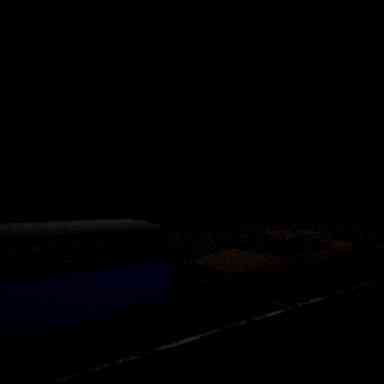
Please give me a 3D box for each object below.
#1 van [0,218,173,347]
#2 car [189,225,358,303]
[{"bbox_3d":[-2.219,1.343,5.062,3.998,1.788,1.690,0,0,-36],"label":"van"},{"bbox_3d":[2.202,1.535,8.217,4.829,1.417,1.752,0,0,-36],"label":"car"}]
